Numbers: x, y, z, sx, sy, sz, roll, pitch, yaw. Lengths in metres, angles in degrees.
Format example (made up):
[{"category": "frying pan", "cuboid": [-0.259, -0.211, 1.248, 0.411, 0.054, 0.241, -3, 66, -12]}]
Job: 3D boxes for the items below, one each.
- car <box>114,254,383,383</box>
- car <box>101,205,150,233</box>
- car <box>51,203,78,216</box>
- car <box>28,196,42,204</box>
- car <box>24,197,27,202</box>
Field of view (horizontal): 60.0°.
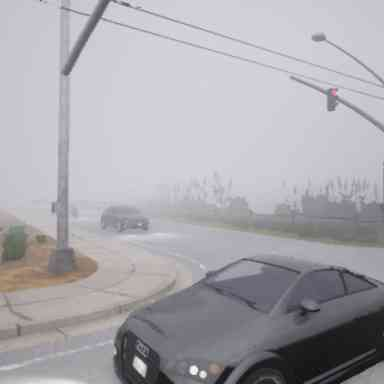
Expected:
[{"category": "car", "cuboid": [1.118, 1.621, 4.526, 4.181, 1.385, 1.994, 1, -1, -34]}, {"category": "car", "cuboid": [-4.324, 1.642, 21.131, 1.837, 1.490, 4.892, 1, -1, -33]}, {"category": "car", "cuboid": [-13.535, 1.801, 35.256, 1.895, 1.301, 4.718, 1, -1, -33]}, {"category": "car", "cuboid": [-21.909, 1.399, 48.270, 2.128, 1.511, 4.902, 1, -1, -33]}, {"category": "car", "cuboid": [-40.840, 1.830, 83.678, 2.033, 1.411, 5.357, 1, -1, -37]}]
